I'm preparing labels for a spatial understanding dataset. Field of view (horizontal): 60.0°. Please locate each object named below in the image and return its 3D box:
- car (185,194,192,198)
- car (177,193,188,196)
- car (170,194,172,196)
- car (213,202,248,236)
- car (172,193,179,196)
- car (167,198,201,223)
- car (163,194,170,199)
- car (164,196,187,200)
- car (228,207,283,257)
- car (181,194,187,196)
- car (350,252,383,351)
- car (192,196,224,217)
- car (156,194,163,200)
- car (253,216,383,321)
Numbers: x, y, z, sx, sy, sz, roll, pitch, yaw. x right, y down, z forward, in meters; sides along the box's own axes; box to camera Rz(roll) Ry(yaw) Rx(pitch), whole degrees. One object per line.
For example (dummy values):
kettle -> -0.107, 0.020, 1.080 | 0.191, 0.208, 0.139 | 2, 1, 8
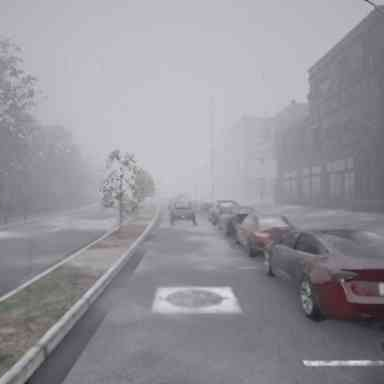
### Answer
car -> 0.492, 1.473, 46.187 | 2.097, 1.535, 5.008 | 0, 0, -6
car -> -0.931, 1.444, 57.415 | 1.946, 1.575, 5.366 | 0, 0, -8
car -> -2.692, 1.401, 68.231 | 2.231, 1.521, 4.892 | 0, 0, -10
car -> 2.637, 1.520, 18.497 | 2.163, 1.488, 4.792 | 0, 0, -2
car -> -1.763, 1.175, 62.760 | 2.435, 2.045, 5.566 | 0, 0, -9
car -> -0.750, 1.498, 25.425 | 2.128, 1.511, 4.902 | 0, 0, -3
car -> -4.960, 1.327, 79.327 | 1.946, 1.575, 5.366 | 0, 0, -12
car -> -2.170, 1.554, 42.705 | 1.994, 1.385, 4.181 | 0, 0, -6
car -> 2.835, 1.530, 12.897 | 2.002, 1.452, 4.674 | 0, 0, -2
car -> -0.181, 1.459, 51.901 | 1.946, 1.575, 5.366 | 0, 0, -7
car -> 3.054, 1.512, 1.685 | 2.163, 1.488, 4.792 | 0, 0, 0
car -> 1.554, 1.486, 35.107 | 2.231, 1.521, 4.892 | 0, 0, -4
car -> -7.574, 1.253, 90.030 | 1.946, 1.575, 5.366 | 0, 0, -14
car -> 2.980, 1.517, 7.370 | 2.163, 1.488, 4.792 | 0, 0, -1
